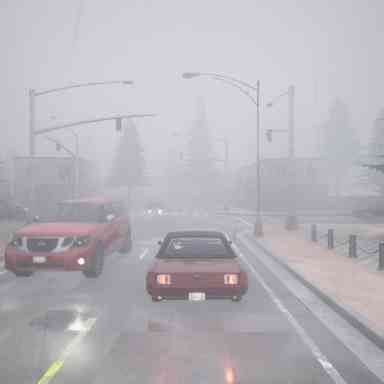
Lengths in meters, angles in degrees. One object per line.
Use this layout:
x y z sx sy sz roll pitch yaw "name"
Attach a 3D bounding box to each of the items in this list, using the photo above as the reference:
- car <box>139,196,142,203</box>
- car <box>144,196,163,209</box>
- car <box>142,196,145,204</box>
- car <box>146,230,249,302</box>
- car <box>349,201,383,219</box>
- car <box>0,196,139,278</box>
-9.576 1.443 61.929 1.882 1.535 5.008 0 0 -23 "car"
-4.823 1.530 43.443 1.994 1.385 4.181 0 0 -6 "car"
-6.325 1.470 52.192 1.837 1.490 4.892 0 0 -15 "car"
0.074 1.601 8.227 1.895 1.301 4.718 0 0 -1 "car"
15.771 1.476 27.886 4.902 1.511 2.128 0 0 2 "car"
-3.425 1.221 10.515 2.150 2.045 5.566 0 0 3 "car"
